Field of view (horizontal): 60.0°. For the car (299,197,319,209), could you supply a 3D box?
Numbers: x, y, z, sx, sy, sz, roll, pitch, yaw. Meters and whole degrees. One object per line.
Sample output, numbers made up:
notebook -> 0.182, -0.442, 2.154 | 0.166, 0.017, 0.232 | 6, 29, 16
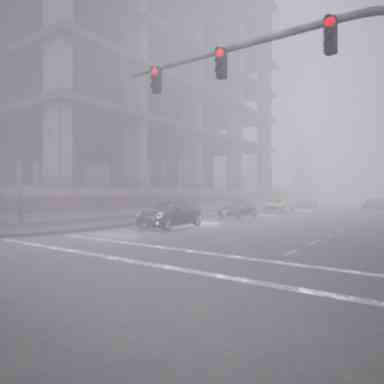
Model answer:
car -> 15.219, 1.451, 43.762 | 1.812, 1.442, 4.674 | 0, 0, 36

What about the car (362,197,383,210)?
car -> 23.071, 1.517, 42.460 | 1.994, 1.385, 4.181 | 0, 0, 35

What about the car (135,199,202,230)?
car -> -1.360, 1.275, 20.438 | 2.097, 1.767, 4.553 | 0, 0, 36

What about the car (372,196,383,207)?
car -> 28.818, 1.431, 50.574 | 1.882, 1.535, 5.008 | 0, 0, 35

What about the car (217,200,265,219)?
car -> 3.905, 1.415, 27.861 | 2.128, 1.511, 4.902 | 0, 0, 35

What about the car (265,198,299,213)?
car -> 9.357, 1.402, 35.548 | 1.882, 1.535, 5.008 | 0, 0, 36
